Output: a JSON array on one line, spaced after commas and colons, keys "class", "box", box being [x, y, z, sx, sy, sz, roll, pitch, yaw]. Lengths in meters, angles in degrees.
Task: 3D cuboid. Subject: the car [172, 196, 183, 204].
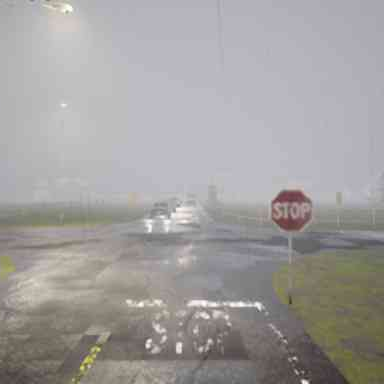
[{"class": "car", "box": [-2.855, 1.625, 67.705, 2.033, 1.411, 5.357, 0, 0, 0]}]

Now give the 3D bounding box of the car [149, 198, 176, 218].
[{"class": "car", "box": [-2.868, 1.642, 31.515, 1.837, 1.490, 4.892, 0, 0, 0]}]

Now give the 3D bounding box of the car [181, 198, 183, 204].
[{"class": "car", "box": [-2.886, 1.572, 52.305, 2.097, 1.767, 4.553, 0, 0, 0]}]

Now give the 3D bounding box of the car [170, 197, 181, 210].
[{"class": "car", "box": [-2.887, 1.665, 40.644, 2.128, 1.511, 4.902, 0, 0, 0]}]

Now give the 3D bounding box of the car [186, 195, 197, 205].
[{"class": "car", "box": [-0.098, 1.809, 63.123, 2.033, 1.411, 5.357, 0, 0, 0]}]
